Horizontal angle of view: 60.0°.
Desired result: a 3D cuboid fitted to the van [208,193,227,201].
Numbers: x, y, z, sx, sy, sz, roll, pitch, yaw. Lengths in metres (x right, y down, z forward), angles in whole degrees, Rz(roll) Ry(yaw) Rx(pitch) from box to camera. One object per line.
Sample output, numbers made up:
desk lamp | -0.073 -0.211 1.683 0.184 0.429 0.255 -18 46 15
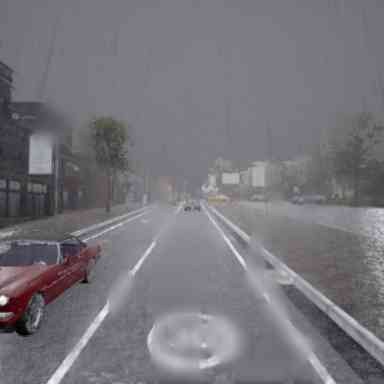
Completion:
van | 6.276 1.325 82.416 4.442 1.987 1.878 0 -1 -1

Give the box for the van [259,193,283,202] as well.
van | 18.369 1.218 75.920 4.442 1.987 1.878 0 -1 -1

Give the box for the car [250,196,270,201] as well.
car | 18.343 1.729 89.878 4.892 1.521 2.231 0 -2 -1

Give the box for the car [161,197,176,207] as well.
car | -3.372 1.474 48.453 1.994 1.385 4.181 0 0 0

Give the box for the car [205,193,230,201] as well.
car | 6.027 1.446 76.455 5.366 1.575 1.946 0 -1 -1

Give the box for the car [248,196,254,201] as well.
car | 18.358 1.402 87.093 5.566 2.045 2.435 0 -2 -1

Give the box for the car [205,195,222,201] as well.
car | 6.049 1.730 94.554 4.553 1.767 2.185 0 -2 -1

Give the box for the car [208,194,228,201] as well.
car | 6.218 1.367 79.377 4.553 1.767 2.185 0 -1 -1

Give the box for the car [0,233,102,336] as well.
car | -3.356 1.588 6.773 1.895 1.301 4.718 0 0 0

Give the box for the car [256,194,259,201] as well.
car | 18.646 1.484 78.713 5.366 1.575 1.946 0 -1 0

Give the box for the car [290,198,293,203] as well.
car | 18.640 1.385 55.124 4.674 1.452 2.002 0 0 0

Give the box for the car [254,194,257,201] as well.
car | 18.623 1.530 81.374 5.366 1.575 1.946 0 -1 -1

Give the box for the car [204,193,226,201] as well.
car | 6.126 1.438 88.606 5.566 2.045 2.435 0 -1 -1

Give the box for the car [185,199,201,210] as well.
car | 0.066 1.528 40.705 1.895 1.301 4.718 0 0 0

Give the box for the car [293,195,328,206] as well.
car | 18.713 1.225 51.954 4.553 1.767 2.185 0 0 0
